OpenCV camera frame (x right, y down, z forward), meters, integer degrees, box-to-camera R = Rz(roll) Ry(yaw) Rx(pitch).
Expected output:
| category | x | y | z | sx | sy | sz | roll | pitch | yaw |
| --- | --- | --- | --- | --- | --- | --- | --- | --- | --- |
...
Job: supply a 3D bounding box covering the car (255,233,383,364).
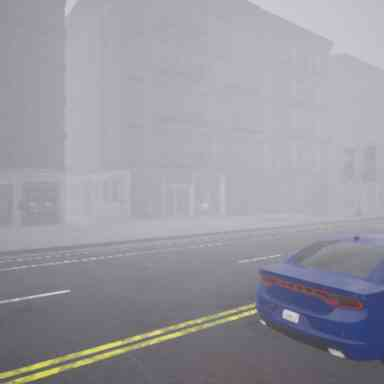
| category | x | y | z | sx | sy | sz | roll | pitch | yaw |
| --- | --- | --- | --- | --- | --- | --- | --- | --- | --- |
| car | 3.310 | 1.472 | 5.799 | 5.008 | 1.535 | 1.882 | 0 | 0 | -35 |
